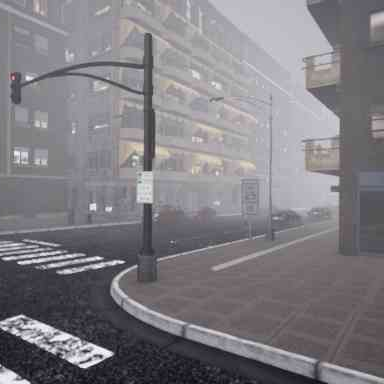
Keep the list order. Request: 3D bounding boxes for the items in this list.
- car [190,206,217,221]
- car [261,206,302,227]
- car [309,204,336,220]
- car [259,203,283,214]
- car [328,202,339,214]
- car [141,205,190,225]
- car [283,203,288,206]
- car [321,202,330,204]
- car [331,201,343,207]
[{"bbox_3d":[0.863,2.054,32.185,1.802,1.307,4.206,-1,-1,35],"label":"car"},{"bbox_3d":[7.692,2.090,27.444,1.947,1.339,4.313,-1,-1,35],"label":"car"},{"bbox_3d":[14.164,2.291,36.767,1.947,1.339,4.313,-1,-1,35],"label":"car"},{"bbox_3d":[10.569,2.317,46.170,1.887,1.381,4.507,-1,-1,35],"label":"car"},{"bbox_3d":[20.732,2.453,46.231,1.752,1.417,4.829,-1,-1,35],"label":"car"},{"bbox_3d":[-2.372,1.812,27.527,1.967,1.590,4.097,-1,-1,35],"label":"car"},{"bbox_3d":[13.708,2.395,50.692,1.752,1.417,4.829,-1,-1,35],"label":"car"},{"bbox_3d":[19.502,2.539,48.921,1.895,1.301,4.718,0,-1,35],"label":"car"},{"bbox_3d":[36.428,3.012,83.483,1.967,1.590,4.097,-1,-1,35],"label":"car"}]
